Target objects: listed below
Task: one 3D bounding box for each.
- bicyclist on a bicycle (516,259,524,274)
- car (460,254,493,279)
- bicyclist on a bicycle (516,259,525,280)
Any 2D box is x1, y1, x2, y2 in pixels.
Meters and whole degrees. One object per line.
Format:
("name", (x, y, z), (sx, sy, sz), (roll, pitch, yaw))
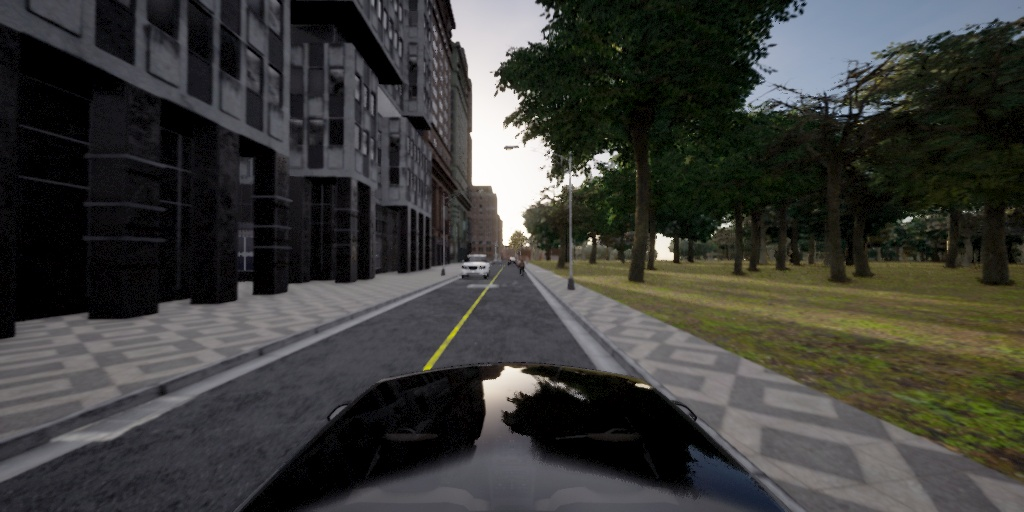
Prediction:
("bicyclist on a bicycle", (0.839, 1.084, 38.650), (0.866, 1.612, 1.509), (0, 0, 0))
("car", (-3.077, 0.887, 31.110), (2.150, 2.045, 5.566), (0, 0, 0))
("bicyclist on a bicycle", (0.844, 1.122, 29.344), (0.582, 1.620, 1.656), (0, 0, 0))
